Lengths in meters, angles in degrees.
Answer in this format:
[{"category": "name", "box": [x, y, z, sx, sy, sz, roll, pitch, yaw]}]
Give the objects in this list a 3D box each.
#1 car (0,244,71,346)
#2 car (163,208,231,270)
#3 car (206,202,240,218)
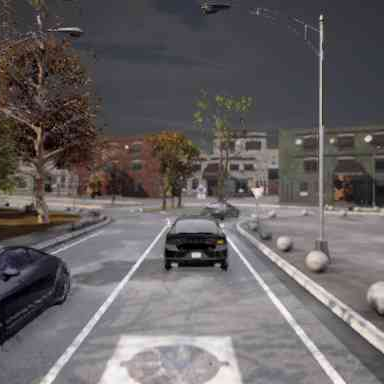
[{"category": "car", "box": [-3.583, 1.597, 5.414, 1.994, 1.385, 4.181, 0, 0, 0]}, {"category": "car", "box": [0.122, 1.531, 11.332, 1.882, 1.535, 5.008, 0, 0, 0]}, {"category": "car", "box": [2.419, 1.546, 27.466, 1.812, 1.442, 4.674, 0, 0, 28]}]
